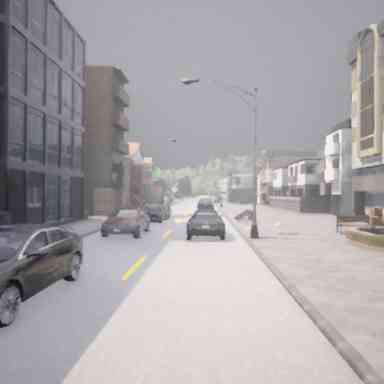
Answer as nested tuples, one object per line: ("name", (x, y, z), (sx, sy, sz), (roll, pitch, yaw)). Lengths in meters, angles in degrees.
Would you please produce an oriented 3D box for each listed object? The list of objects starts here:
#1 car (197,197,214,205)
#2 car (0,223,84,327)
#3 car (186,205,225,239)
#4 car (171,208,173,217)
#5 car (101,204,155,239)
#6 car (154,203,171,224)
("car", (1.711, 1.556, 42.350), (2.097, 1.767, 4.553), (1, 0, 2))
("car", (-3.887, 1.483, 7.097), (2.128, 1.511, 4.902), (1, 0, 2))
("car", (0.748, 1.651, 17.978), (1.994, 1.385, 4.181), (1, 0, 2))
("car", (-2.919, 1.687, 30.402), (1.994, 1.385, 4.181), (1, -2, 3))
("car", (-3.445, 1.569, 17.957), (1.812, 1.442, 4.674), (1, 0, 2))
("car", (-3.035, 1.706, 26.045), (1.895, 1.301, 4.718), (1, 2, 2))
